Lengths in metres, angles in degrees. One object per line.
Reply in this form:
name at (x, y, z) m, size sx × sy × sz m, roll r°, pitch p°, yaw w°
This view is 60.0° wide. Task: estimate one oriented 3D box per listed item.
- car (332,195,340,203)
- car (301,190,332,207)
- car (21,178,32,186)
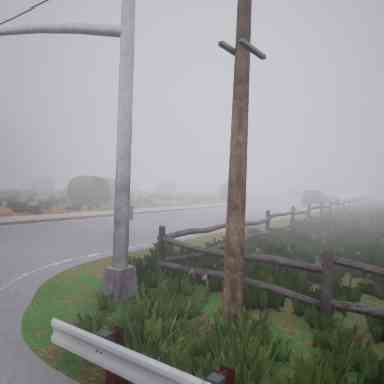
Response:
car at (21.209, 1.138, 50.697) m, size 1.994 × 1.385 × 4.181 m, roll 3°, pitch 2°, yaw 33°
car at (15.455, 0.816, 41.801) m, size 2.150 × 2.045 × 5.566 m, roll 3°, pitch 2°, yaw 34°
car at (-39.128, -2.293, 79.215) m, size 1.905 × 1.878 × 3.866 m, roll 8°, pitch 2°, yaw -13°
